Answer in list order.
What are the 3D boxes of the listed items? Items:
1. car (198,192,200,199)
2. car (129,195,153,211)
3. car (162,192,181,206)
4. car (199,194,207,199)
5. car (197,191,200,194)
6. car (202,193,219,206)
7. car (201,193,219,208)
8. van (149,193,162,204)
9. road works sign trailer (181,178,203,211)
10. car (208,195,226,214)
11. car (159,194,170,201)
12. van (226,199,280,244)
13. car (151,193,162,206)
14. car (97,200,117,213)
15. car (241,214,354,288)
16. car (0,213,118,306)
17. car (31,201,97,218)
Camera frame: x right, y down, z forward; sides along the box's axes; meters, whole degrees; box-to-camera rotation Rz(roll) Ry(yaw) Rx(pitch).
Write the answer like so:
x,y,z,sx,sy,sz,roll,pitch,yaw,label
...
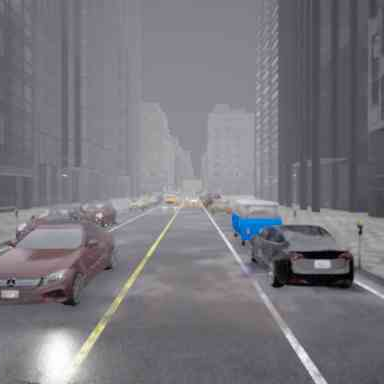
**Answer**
x,y,z,sx,sy,sz,roll,pitch,yaw,label
2.699,1.163,65.273,2.008,1.369,4.403,0,0,0,car
-5.849,1.300,36.895,1.752,1.417,4.829,0,0,1,car
-3.060,1.192,48.507,1.882,1.535,5.008,0,1,0,car
2.707,1.074,82.191,1.802,1.307,4.206,0,0,0,car
2.704,0.973,76.550,1.967,1.590,4.097,0,0,0,car
2.689,1.030,48.353,2.192,1.841,5.009,0,0,0,car
2.687,1.061,42.712,2.192,1.841,5.009,0,0,0,car
-5.834,1.025,54.019,1.690,1.788,3.998,0,0,0,van
0.018,0.238,37.175,2.380,3.560,2.880,0,0,0,road works sign trailer
2.682,1.328,31.646,1.752,1.417,4.829,0,0,1,car
-5.824,1.155,70.939,1.802,1.307,4.206,0,0,0,car
2.673,1.239,14.520,1.690,1.788,3.998,0,0,0,van
-5.837,1.242,48.208,1.752,1.417,4.829,0,0,0,car
-5.849,1.304,20.179,1.967,1.590,4.097,0,0,0,car
2.671,1.501,8.883,1.947,1.339,4.313,0,0,0,car
-3.098,1.467,7.997,1.812,1.442,4.674,0,0,0,car
-5.852,1.339,14.541,1.967,1.590,4.097,0,0,0,car
